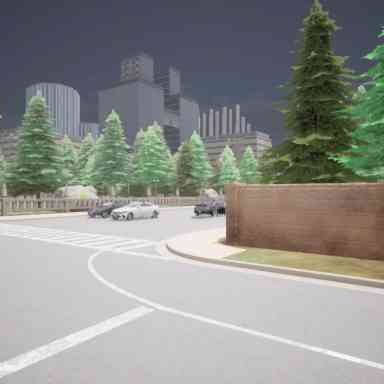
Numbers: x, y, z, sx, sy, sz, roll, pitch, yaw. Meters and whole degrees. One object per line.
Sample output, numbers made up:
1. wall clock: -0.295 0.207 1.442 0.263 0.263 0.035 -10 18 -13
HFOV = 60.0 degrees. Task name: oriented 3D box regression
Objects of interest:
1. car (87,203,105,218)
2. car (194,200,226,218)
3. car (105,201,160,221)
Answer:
1. car: -7.164 1.526 29.973 1.812 1.442 4.674 0 0 35
2. car: 2.094 1.491 30.636 2.128 1.511 4.902 0 0 35
3. car: -4.582 1.526 27.562 1.812 1.442 4.674 0 0 35
